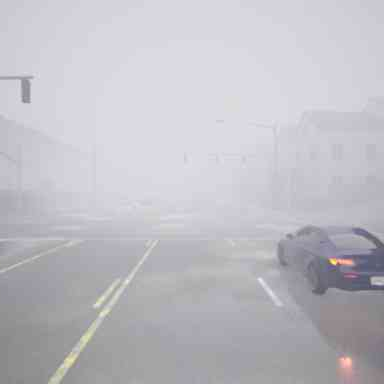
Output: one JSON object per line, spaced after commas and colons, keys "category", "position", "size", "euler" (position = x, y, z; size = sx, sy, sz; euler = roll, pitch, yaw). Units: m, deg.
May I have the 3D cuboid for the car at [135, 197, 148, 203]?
{"category": "car", "position": [-10.503, 1.638, 69.261], "size": [1.895, 1.301, 4.718], "euler": [0, 0, 0]}

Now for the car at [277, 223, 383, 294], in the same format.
{"category": "car", "position": [3.577, 1.532, 8.650], "size": [1.812, 1.442, 4.674], "euler": [0, 0, 0]}

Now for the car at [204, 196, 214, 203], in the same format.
{"category": "car", "position": [3.497, 1.540, 68.892], "size": [1.895, 1.301, 4.718], "euler": [0, 0, 0]}

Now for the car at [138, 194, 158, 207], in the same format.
{"category": "car", "position": [-7.063, 1.539, 53.770], "size": [1.837, 1.490, 4.892], "euler": [0, 0, 0]}

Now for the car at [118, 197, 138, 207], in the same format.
{"category": "car", "position": [-10.563, 1.511, 53.616], "size": [1.882, 1.535, 5.008], "euler": [0, 0, 1]}

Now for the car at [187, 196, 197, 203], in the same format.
{"category": "car", "position": [-0.003, 1.469, 68.862], "size": [2.128, 1.511, 4.902], "euler": [0, 0, 0]}

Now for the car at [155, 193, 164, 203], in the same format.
{"category": "car", "position": [-7.003, 1.268, 69.419], "size": [2.150, 2.045, 5.566], "euler": [0, 0, 0]}
